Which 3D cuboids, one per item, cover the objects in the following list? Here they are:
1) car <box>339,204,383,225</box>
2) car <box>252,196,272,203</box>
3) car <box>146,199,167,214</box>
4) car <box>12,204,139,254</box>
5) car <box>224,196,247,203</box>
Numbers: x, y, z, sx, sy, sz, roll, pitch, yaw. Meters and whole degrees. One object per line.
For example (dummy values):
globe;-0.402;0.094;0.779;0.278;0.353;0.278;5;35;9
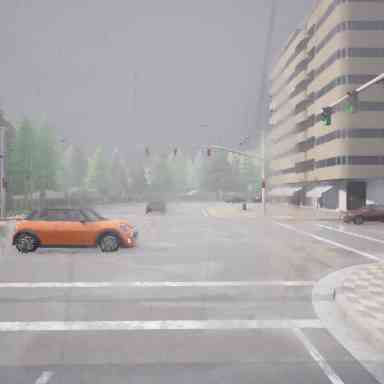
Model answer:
car;13.172;1.581;24.090;4.674;1.442;1.812;0;0;-1
car;14.216;1.526;67.838;4.674;1.442;1.812;0;0;-34
car;-3.745;1.491;35.477;2.128;1.511;4.902;0;0;0
car;-4.428;1.363;13.123;4.553;1.767;2.097;0;0;-1
car;8.903;1.547;68.136;5.357;1.411;2.033;0;0;-38
